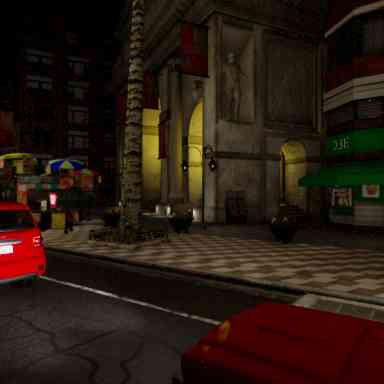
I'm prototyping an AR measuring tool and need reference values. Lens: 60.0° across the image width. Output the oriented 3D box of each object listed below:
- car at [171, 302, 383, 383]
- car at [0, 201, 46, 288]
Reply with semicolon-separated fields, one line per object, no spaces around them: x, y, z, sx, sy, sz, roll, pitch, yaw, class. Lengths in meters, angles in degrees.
2.139;1.601;2.322;4.718;1.301;1.895;0;0;36;car
-5.824;1.221;8.032;5.566;2.045;2.150;0;0;35;car
